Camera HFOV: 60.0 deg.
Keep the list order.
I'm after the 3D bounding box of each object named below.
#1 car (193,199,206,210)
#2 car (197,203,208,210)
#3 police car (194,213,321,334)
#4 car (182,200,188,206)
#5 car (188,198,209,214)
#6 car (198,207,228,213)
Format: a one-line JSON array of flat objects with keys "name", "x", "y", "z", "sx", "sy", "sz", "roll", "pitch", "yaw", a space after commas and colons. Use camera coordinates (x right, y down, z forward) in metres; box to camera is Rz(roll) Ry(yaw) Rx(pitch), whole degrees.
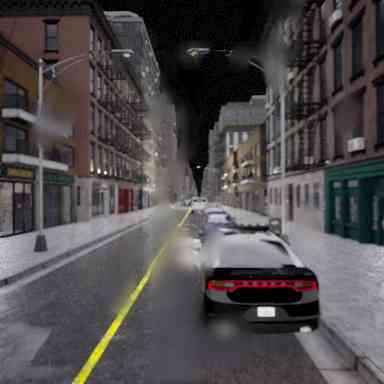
[{"name": "car", "x": 1.327, "y": 2.122, "z": 58.138, "sx": 2.097, "sy": 1.767, "sz": 4.553, "roll": 0, "pitch": -1, "yaw": 1}, {"name": "car", "x": 1.449, "y": 1.744, "z": 23.125, "sx": 1.882, "sy": 1.535, "sz": 5.008, "roll": 0, "pitch": -1, "yaw": 1}, {"name": "police car", "x": 1.096, "y": 1.502, "z": 7.240, "sx": 1.930, "sy": 1.638, "sz": 5.238, "roll": 0, "pitch": -1, "yaw": 1}, {"name": "car", "x": -1.182, "y": 2.657, "z": 80.237, "sx": 1.812, "sy": 1.442, "sz": 4.674, "roll": 0, "pitch": -1, "yaw": 1}, {"name": "car", "x": 1.025, "y": 1.784, "z": 44.189, "sx": 2.150, "sy": 2.045, "sz": 5.566, "roll": 0, "pitch": -1, "yaw": 2}, {"name": "car", "x": 1.316, "y": 1.718, "z": 17.126, "sx": 1.812, "sy": 1.442, "sz": 4.674, "roll": 0, "pitch": -1, "yaw": 1}]
